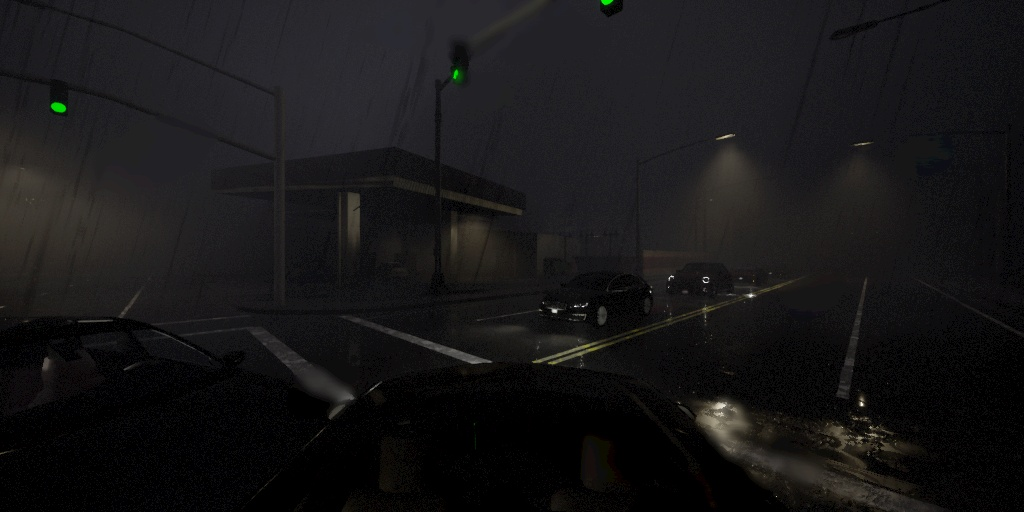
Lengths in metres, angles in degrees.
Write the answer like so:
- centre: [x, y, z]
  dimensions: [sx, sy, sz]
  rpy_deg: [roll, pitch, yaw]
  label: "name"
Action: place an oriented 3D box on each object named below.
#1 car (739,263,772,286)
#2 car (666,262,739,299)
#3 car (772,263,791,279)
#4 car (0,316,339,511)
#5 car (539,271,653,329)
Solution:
- centre: [16.616, 1.314, 25.303]
  dimensions: [1.994, 1.385, 4.181]
  rpy_deg: [0, 0, 44]
  label: "car"
- centre: [9.698, 1.102, 18.384]
  dimensions: [4.553, 1.767, 2.097]
  rpy_deg: [0, 0, -45]
  label: "car"
- centre: [23.741, 1.314, 32.365]
  dimensions: [4.181, 1.385, 1.994]
  rpy_deg: [0, 0, -45]
  label: "car"
- centre: [-3.424, 1.242, 2.505]
  dimensions: [4.902, 1.511, 2.128]
  rpy_deg: [0, 0, 15]
  label: "car"
- centre: [2.867, 1.255, 11.530]
  dimensions: [1.837, 1.490, 4.892]
  rpy_deg: [0, 0, 45]
  label: "car"
